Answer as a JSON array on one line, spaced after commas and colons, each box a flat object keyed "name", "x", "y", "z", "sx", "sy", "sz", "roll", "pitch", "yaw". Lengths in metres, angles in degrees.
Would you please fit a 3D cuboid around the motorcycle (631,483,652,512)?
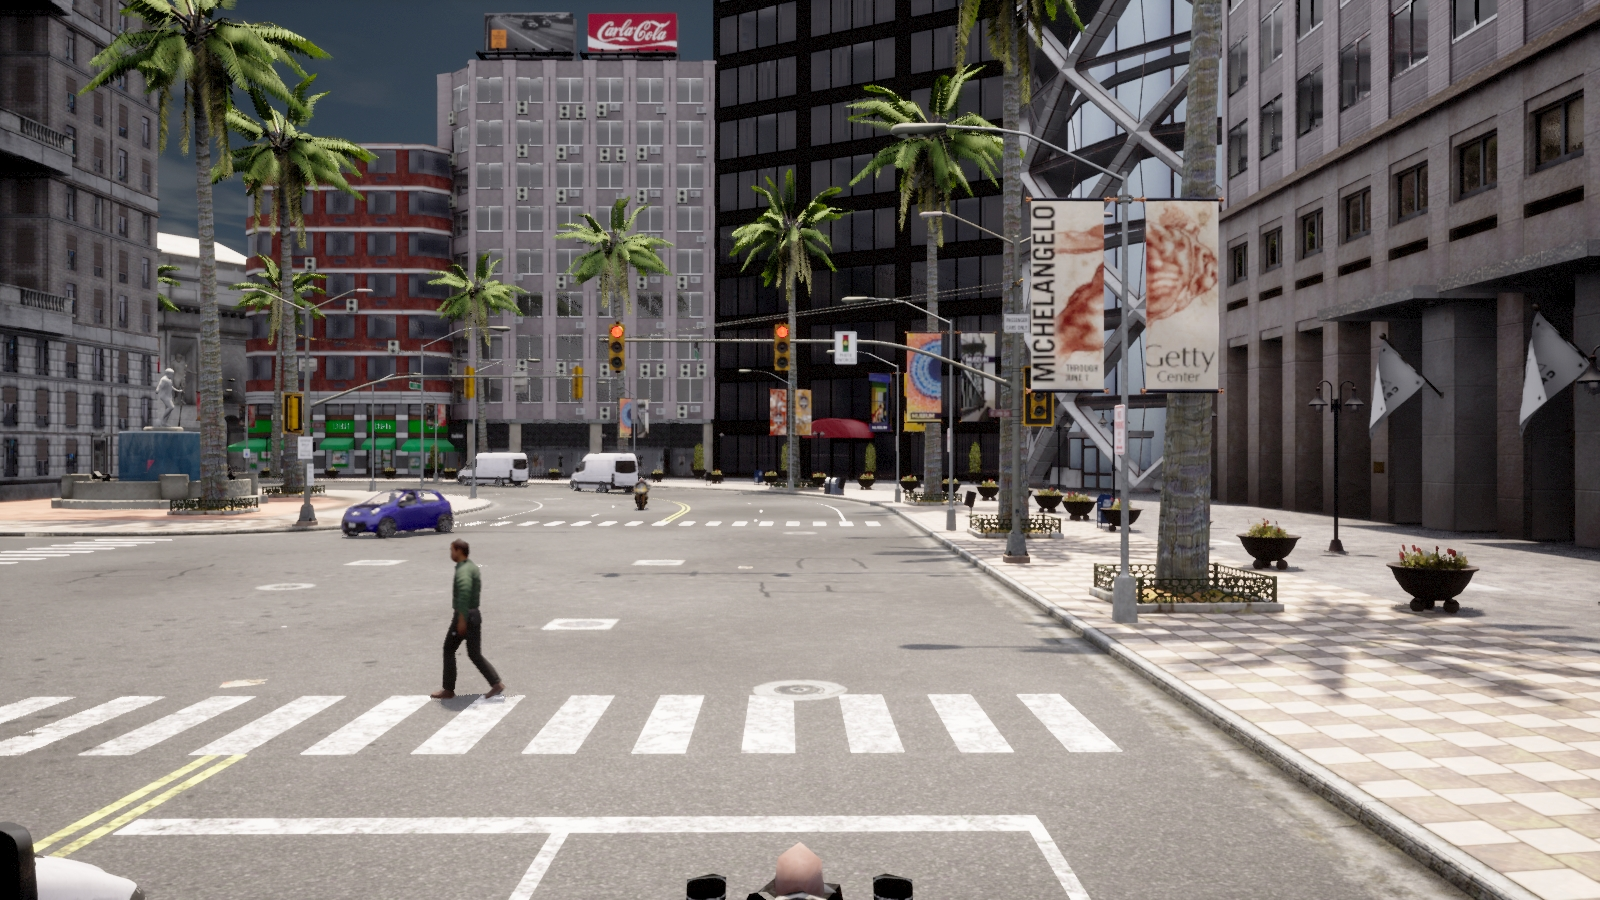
[{"name": "motorcycle", "x": -7.322, "y": 2.184, "z": 52.841, "sx": 0.867, "sy": 1.251, "sz": 2.209, "roll": 0, "pitch": 0, "yaw": -6}]

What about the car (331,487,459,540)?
[{"name": "car", "x": -13.127, "y": 2.023, "z": 37.218, "sx": 1.845, "sy": 1.501, "sz": 3.633, "roll": 0, "pitch": 0, "yaw": 27}]

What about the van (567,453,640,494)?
[{"name": "van", "x": -12.949, "y": 1.505, "z": 74.900, "sx": 1.988, "sy": 2.561, "sz": 5.915, "roll": 0, "pitch": 0, "yaw": -40}]

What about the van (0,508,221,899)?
[{"name": "van", "x": -3.507, "y": 1.533, "z": 1.998, "sx": 1.988, "sy": 2.561, "sz": 5.915, "roll": 0, "pitch": 0, "yaw": 0}]

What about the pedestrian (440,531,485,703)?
[{"name": "pedestrian", "x": -3.756, "y": 1.843, "z": 12.723, "sx": 0.375, "sy": 1.860, "sz": 0.375, "roll": 0, "pitch": 0, "yaw": 5}]

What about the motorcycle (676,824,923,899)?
[{"name": "motorcycle", "x": -0.001, "y": 2.203, "z": 3.717, "sx": 0.867, "sy": 1.251, "sz": 2.209, "roll": 0, "pitch": 0, "yaw": 0}]
